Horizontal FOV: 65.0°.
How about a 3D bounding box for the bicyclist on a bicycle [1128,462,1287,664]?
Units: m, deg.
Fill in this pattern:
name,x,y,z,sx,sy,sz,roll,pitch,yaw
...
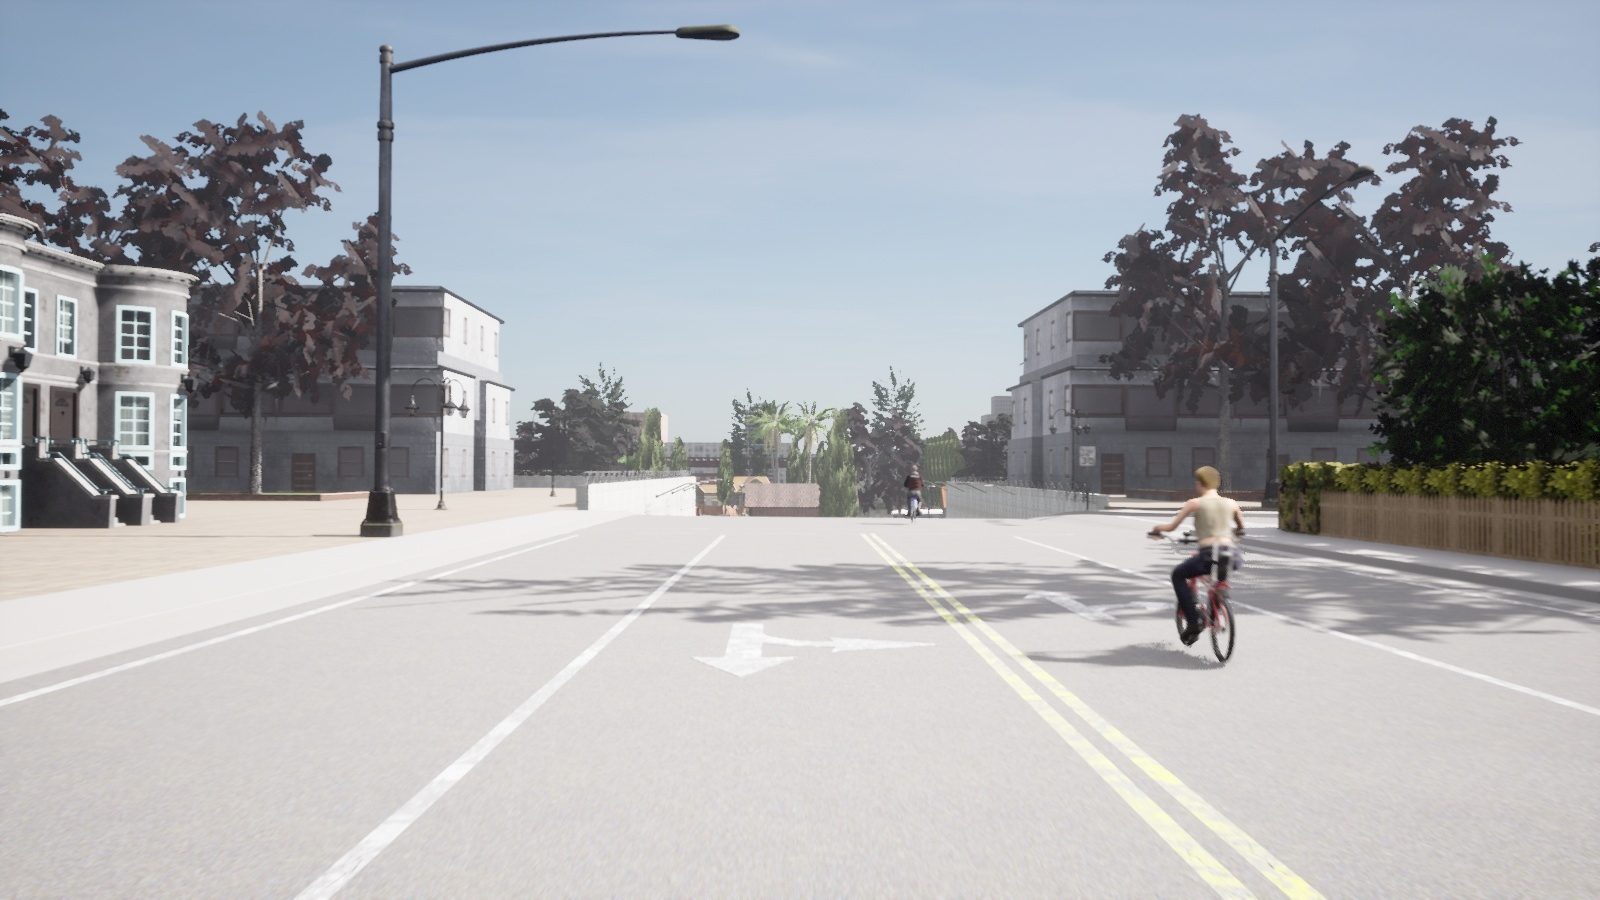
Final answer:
name,x,y,z,sx,sy,sz,roll,pitch,yaw
bicyclist on a bicycle,3.468,0.919,10.836,0.866,1.612,1.509,0,-1,0
